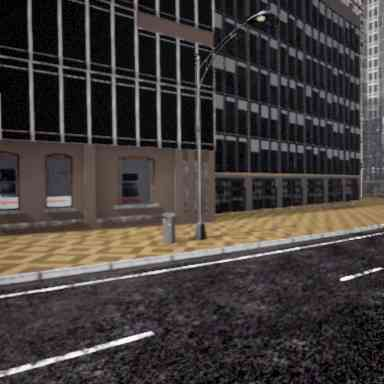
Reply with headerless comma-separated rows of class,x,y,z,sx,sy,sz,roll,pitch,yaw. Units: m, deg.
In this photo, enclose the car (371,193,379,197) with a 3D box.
car,41.619,0.570,73.015,1.802,1.307,4.206,-1,2,-42
